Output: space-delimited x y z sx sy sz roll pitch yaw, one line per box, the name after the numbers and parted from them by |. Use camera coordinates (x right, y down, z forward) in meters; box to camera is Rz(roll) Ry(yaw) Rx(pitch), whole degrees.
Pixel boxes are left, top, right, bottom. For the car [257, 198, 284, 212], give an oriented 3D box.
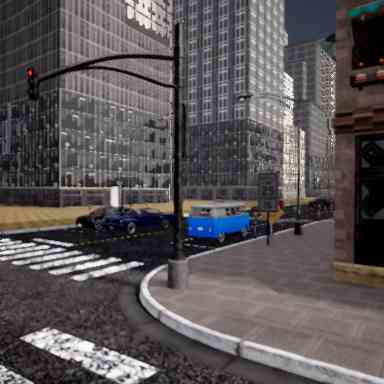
8.068 1.621 35.851 1.895 1.301 4.718 0 0 36 | car

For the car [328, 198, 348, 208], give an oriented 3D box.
22.205 1.615 50.376 1.895 1.301 4.718 0 0 35 | car

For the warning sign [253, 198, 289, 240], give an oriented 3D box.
3.731 1.225 15.688 1.300 1.860 1.060 0 0 35 | warning sign

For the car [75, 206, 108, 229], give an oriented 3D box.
-5.377 1.601 21.444 1.947 1.339 4.313 1 0 35 | car

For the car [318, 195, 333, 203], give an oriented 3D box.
26.710 1.397 66.515 1.967 1.590 4.097 1 0 35 | car

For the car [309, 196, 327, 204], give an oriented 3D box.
23.501 1.513 62.008 2.008 1.369 4.403 1 0 35 | car

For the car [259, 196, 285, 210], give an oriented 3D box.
10.666 1.429 43.979 1.967 1.590 4.097 1 0 35 | car

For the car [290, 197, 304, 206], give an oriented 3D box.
16.985 1.500 52.855 1.752 1.417 4.829 1 0 35 | car

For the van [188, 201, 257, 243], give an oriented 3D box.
1.451 1.436 16.582 1.690 1.788 3.998 1 0 35 | van

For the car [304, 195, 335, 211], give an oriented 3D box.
16.164 1.505 41.816 1.882 1.535 5.008 1 0 36 | car

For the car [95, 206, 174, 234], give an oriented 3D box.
-3.165 1.654 20.087 1.895 1.301 4.718 0 0 35 | car

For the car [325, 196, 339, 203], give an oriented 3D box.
29.918 1.503 71.022 2.008 1.369 4.403 1 0 35 | car

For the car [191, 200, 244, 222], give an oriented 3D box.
2.217 1.528 27.643 2.128 1.511 4.902 0 0 35 | car
